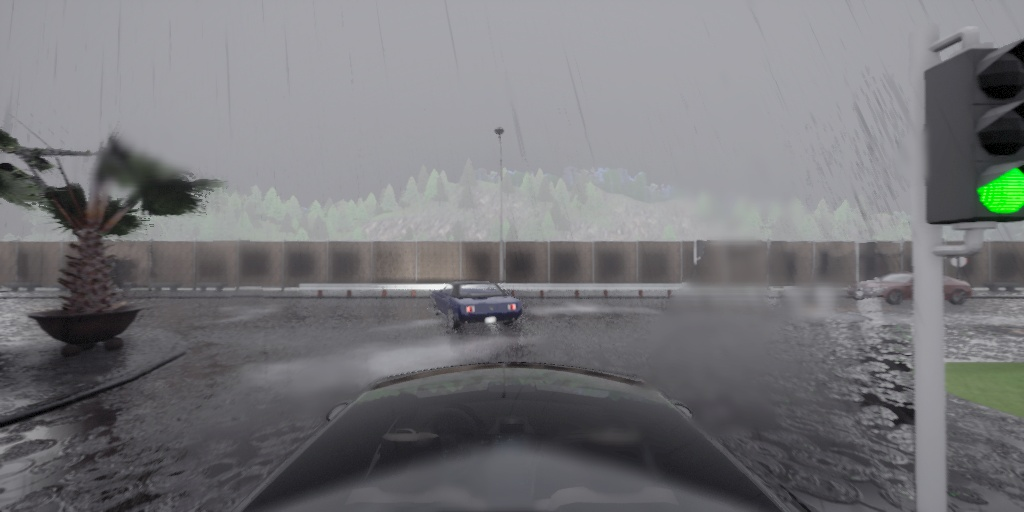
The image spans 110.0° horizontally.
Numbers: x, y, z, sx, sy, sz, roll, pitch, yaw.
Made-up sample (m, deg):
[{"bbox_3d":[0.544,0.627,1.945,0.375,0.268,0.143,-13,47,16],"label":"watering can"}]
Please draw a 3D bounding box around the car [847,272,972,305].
[{"bbox_3d":[18.529,1.465,16.776,4.674,1.442,1.812,0,-1,-1],"label":"car"}]

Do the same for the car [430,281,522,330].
[{"bbox_3d":[-1.428,1.477,11.844,1.895,1.301,4.718,0,-1,-22],"label":"car"}]
